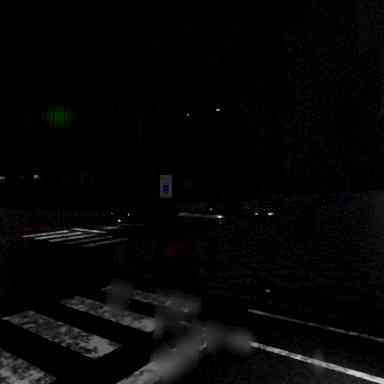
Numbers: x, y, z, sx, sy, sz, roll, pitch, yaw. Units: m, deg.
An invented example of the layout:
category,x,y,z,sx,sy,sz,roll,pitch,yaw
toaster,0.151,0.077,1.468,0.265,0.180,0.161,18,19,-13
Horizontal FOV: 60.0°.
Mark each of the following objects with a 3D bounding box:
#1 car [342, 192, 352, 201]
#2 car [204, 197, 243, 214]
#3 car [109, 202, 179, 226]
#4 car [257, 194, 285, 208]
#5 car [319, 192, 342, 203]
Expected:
category,x,y,z,sx,sy,sz,roll,pitch,yaw
car,25.433,0.654,55.675,1.882,1.535,5.008,0,1,36
car,2.951,1.143,29.733,1.812,1.442,4.674,0,1,36
car,-2.998,1.354,21.435,1.895,1.301,4.718,0,1,36
car,9.189,0.952,38.437,1.882,1.535,5.008,0,1,36
car,19.549,0.815,47.447,1.837,1.490,4.892,0,1,36
